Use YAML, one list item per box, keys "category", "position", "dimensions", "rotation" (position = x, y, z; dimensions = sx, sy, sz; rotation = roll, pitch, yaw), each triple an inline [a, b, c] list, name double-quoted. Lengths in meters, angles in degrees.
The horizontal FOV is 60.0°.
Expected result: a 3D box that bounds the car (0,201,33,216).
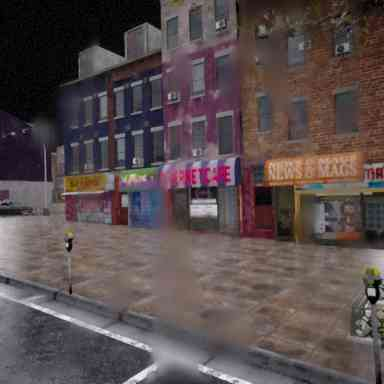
- category: "car"
  position: [-17.316, 1.580, 30.678]
  dimensions: [1.837, 1.490, 4.892]
  rotation: [-2, -1, 36]
